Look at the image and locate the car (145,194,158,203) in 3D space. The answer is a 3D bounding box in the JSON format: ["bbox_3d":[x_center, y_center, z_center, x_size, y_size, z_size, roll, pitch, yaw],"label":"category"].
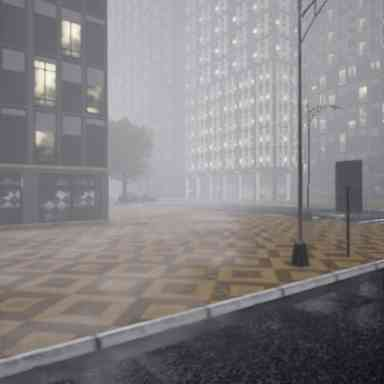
[{"bbox_3d":[-7.275,1.018,53.281,1.895,1.301,4.718,0,1,-36],"label":"car"}]

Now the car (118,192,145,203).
[{"bbox_3d":[-9.586,0.785,50.930,2.097,1.767,4.553,0,1,-36],"label":"car"}]
